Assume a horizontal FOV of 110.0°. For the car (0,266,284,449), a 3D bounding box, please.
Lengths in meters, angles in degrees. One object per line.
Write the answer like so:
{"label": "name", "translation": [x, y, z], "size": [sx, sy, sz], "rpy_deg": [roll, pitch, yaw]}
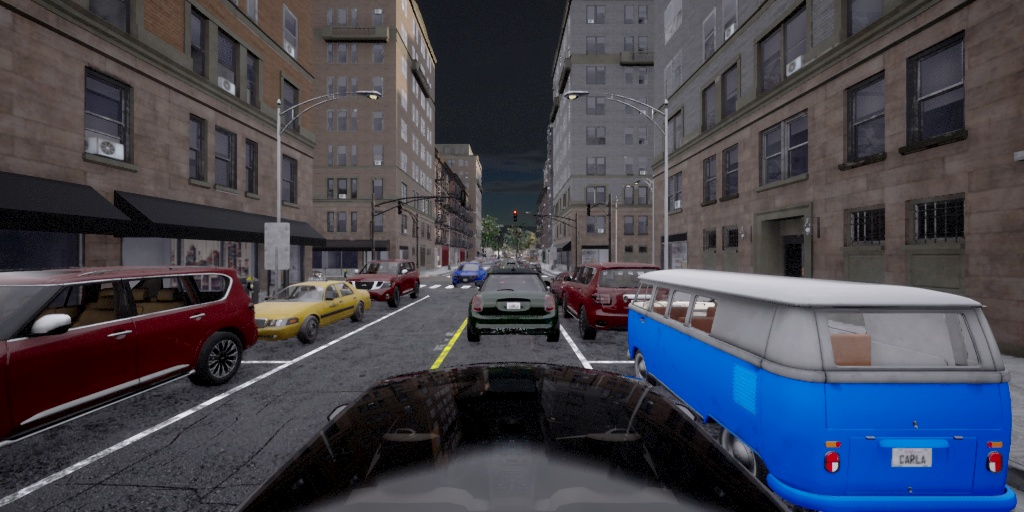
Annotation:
{"label": "car", "translation": [-5.403, 1.065, 4.200], "size": [2.192, 1.841, 5.009], "rpy_deg": [0, 0, 0]}

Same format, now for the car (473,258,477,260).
{"label": "car", "translation": [-5.493, 1.274, 42.394], "size": [1.751, 1.417, 4.829], "rpy_deg": [0, 0, 0]}

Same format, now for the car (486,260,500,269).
{"label": "car", "translation": [-2.943, 1.314, 56.899], "size": [1.994, 1.385, 4.181], "rpy_deg": [0, 0, 0]}

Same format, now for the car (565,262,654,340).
{"label": "car", "translation": [2.623, 1.065, 9.892], "size": [2.192, 1.841, 5.009], "rpy_deg": [0, 0, 0]}

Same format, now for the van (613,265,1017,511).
{"label": "van", "translation": [2.634, 1.091, 4.214], "size": [1.690, 1.789, 3.998], "rpy_deg": [0, 0, 0]}

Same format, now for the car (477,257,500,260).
{"label": "car", "translation": [-2.930, 1.241, 43.558], "size": [2.128, 1.511, 4.902], "rpy_deg": [0, 0, 0]}

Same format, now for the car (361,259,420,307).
{"label": "car", "translation": [-5.427, 1.064, 15.557], "size": [2.192, 1.841, 5.009], "rpy_deg": [0, 0, 0]}

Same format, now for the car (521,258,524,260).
{"label": "car", "translation": [2.549, 1.294, 48.061], "size": [1.888, 1.381, 4.507], "rpy_deg": [0, 0, 0]}

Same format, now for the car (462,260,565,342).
{"label": "car", "translation": [0.018, 1.102, 9.928], "size": [2.097, 1.767, 4.553], "rpy_deg": [0, 0, 0]}

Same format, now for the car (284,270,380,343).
{"label": "car", "translation": [-5.414, 1.275, 9.708], "size": [1.751, 1.417, 4.829], "rpy_deg": [0, 0, 0]}

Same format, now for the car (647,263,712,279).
{"label": "car", "translation": [14.305, 1.278, 30.752], "size": [4.718, 1.301, 1.895], "rpy_deg": [0, 0, -3]}

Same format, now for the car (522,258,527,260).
{"label": "car", "translation": [2.560, 1.300, 42.580], "size": [2.007, 1.370, 4.403], "rpy_deg": [0, 0, 0]}

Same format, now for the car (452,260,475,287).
{"label": "car", "translation": [-2.899, 1.226, 24.769], "size": [1.882, 1.535, 5.008], "rpy_deg": [0, 0, 0]}
